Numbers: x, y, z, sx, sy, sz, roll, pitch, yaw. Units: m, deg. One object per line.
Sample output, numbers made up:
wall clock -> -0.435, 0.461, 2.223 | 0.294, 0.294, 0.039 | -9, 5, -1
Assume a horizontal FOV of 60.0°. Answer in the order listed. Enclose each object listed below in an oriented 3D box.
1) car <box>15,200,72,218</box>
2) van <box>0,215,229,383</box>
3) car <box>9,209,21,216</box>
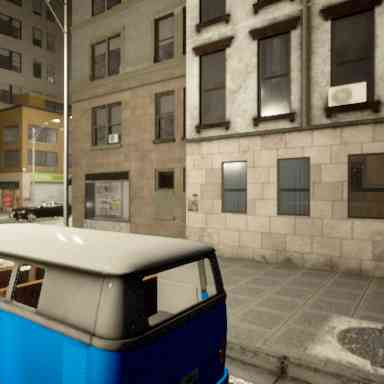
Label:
car -> -11.350, 1.404, 25.528 | 2.128, 1.511, 4.902 | 0, 0, 35
van -> -1.536, 1.339, 3.871 | 3.998, 1.788, 1.690 | 0, 0, 35
car -> -6.071, 1.309, 7.005 | 5.009, 1.841, 2.192 | 0, 0, 35
